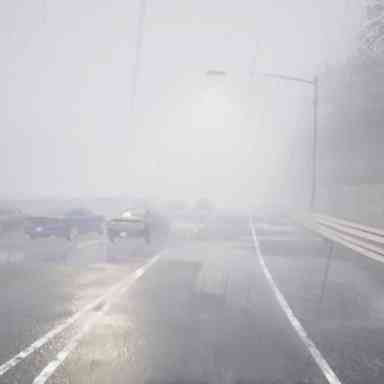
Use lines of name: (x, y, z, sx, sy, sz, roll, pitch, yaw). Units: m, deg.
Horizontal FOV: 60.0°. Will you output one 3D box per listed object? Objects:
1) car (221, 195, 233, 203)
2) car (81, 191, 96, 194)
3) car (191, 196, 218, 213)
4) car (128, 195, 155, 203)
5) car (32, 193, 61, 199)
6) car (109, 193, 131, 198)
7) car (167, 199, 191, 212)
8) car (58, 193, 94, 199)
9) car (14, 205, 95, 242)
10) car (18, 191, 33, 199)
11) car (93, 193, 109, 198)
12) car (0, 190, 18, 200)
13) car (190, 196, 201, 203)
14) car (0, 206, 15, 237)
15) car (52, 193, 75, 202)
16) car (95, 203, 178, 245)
car: (9.905, 2.191, 93.605, 1.812, 1.442, 4.674, 2, 0, 9)
car: (-19.717, 0.829, 62.655, 2.150, 2.045, 5.566, 2, 0, 9)
car: (1.615, 1.557, 40.602, 2.097, 1.767, 4.553, 2, 0, 9)
car: (-5.682, 1.500, 39.267, 1.837, 1.490, 4.892, 2, 0, 9)
car: (-18.986, 1.144, 45.085, 1.837, 1.490, 4.892, 2, 0, 9)
car: (-12.808, 1.161, 61.571, 2.150, 2.045, 5.566, 2, 0, 9)
car: (-1.852, 1.657, 41.096, 2.033, 1.411, 5.357, 2, 0, 9)
car: (-15.502, 1.264, 44.721, 1.812, 1.442, 4.674, 2, 0, 9)
car: (-5.797, 1.369, 15.879, 1.882, 1.535, 5.008, 2, 0, 9)
car: (-22.249, 1.033, 46.754, 1.882, 1.535, 5.008, 2, 0, 9)
car: (-16.298, 1.356, 61.951, 1.994, 1.385, 4.181, 2, 0, 9)
car: (-17.975, 0.953, 29.032, 2.097, 1.767, 4.553, 2, 0, 9)
car: (0.812, 1.832, 80.748, 1.882, 1.535, 5.008, 2, 0, 9)
car: (-9.279, 1.358, 16.270, 1.994, 1.385, 4.181, 2, 0, 9)
car: (-23.512, 0.950, 61.075, 1.837, 1.490, 4.892, 2, 0, 9)
car: (-2.320, 1.479, 15.475, 2.128, 1.511, 4.902, 2, 0, 9)
